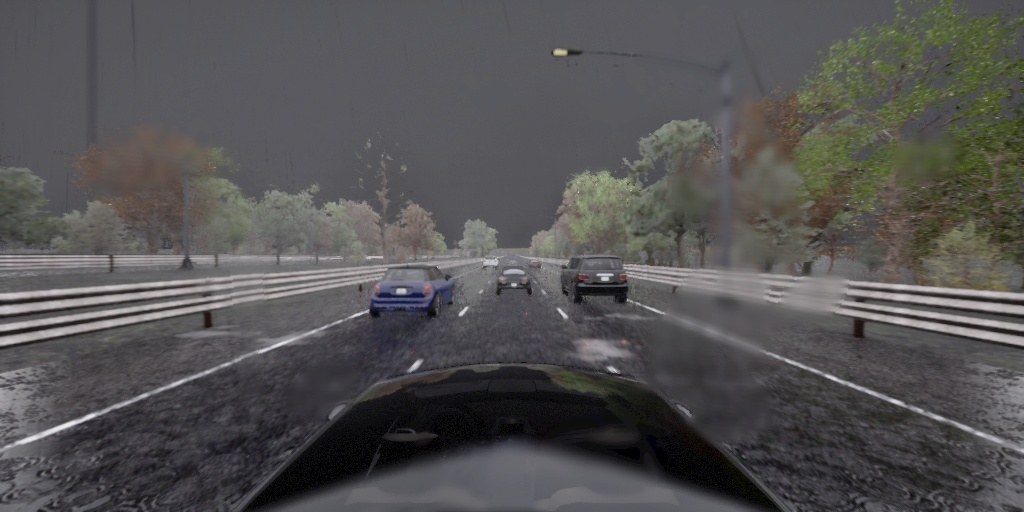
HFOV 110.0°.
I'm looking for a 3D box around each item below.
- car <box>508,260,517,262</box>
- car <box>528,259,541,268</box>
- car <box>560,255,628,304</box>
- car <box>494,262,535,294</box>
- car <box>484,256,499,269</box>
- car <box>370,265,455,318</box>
[{"bbox_3d":[0.120,1.295,57.487,2.033,1.411,5.357,0,0,0],"label":"car"},{"bbox_3d":[3.621,1.272,58.576,1.812,1.442,4.674,0,0,0],"label":"car"},{"bbox_3d":[3.604,0.973,16.570,2.150,2.045,5.566,0,0,0],"label":"car"},{"bbox_3d":[0.107,1.276,20.328,1.812,1.442,4.674,0,0,0],"label":"car"},{"bbox_3d":[-3.381,0.970,58.159,2.150,2.045,5.566,0,0,0],"label":"car"},{"bbox_3d":[-3.396,1.102,13.136,2.097,1.767,4.553,0,0,0],"label":"car"}]
